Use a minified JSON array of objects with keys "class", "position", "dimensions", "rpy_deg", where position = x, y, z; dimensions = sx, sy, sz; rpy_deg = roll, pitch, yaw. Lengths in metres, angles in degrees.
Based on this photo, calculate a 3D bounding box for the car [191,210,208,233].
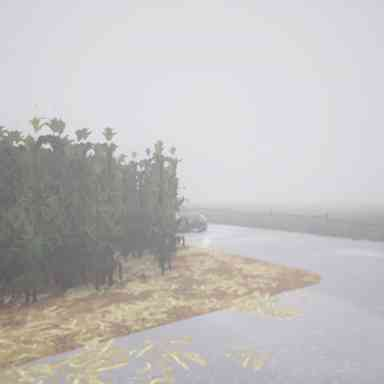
[{"class":"car","position":[-1.114,1.394,18.944],"dimensions":[2.097,1.767,4.553],"rpy_deg":[0,-1,-35]}]
